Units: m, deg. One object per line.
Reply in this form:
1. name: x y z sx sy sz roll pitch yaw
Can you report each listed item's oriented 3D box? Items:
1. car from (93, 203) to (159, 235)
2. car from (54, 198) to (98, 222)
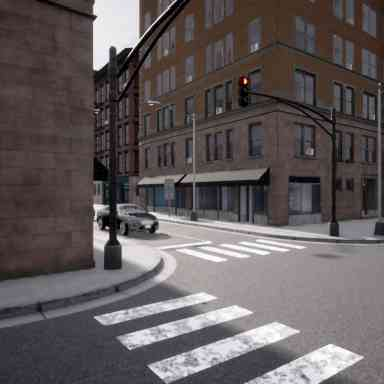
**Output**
1. car: -3.618 1.395 18.157 2.128 1.511 4.902 0 0 -37
2. car: -9.104 1.323 25.866 1.882 1.535 5.008 0 1 -36
